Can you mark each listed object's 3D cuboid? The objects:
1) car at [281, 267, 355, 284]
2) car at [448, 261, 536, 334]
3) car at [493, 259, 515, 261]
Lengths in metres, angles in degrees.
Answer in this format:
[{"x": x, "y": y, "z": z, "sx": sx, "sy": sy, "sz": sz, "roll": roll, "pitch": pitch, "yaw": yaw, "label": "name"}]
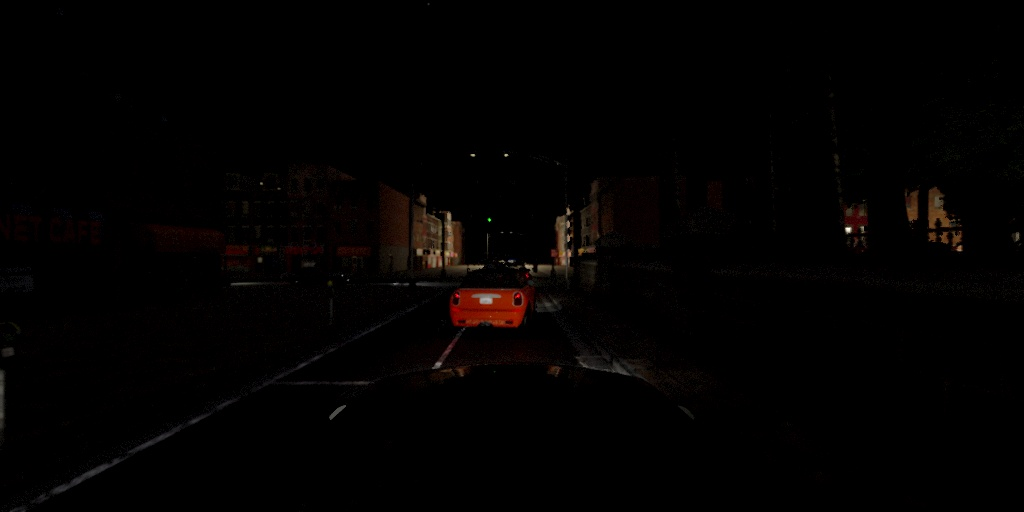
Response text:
[{"x": -14.357, "y": 1.493, "z": 26.731, "sx": 4.718, "sy": 1.301, "sz": 1.895, "roll": 0, "pitch": 0, "yaw": 3, "label": "car"}, {"x": -0.406, "y": 1.147, "z": 11.044, "sx": 2.097, "sy": 1.767, "sz": 4.553, "roll": 0, "pitch": 0, "yaw": 6, "label": "car"}, {"x": 0.102, "y": 1.209, "z": 22.840, "sx": 2.097, "sy": 1.767, "sz": 4.553, "roll": 0, "pitch": -1, "yaw": 0, "label": "car"}]
